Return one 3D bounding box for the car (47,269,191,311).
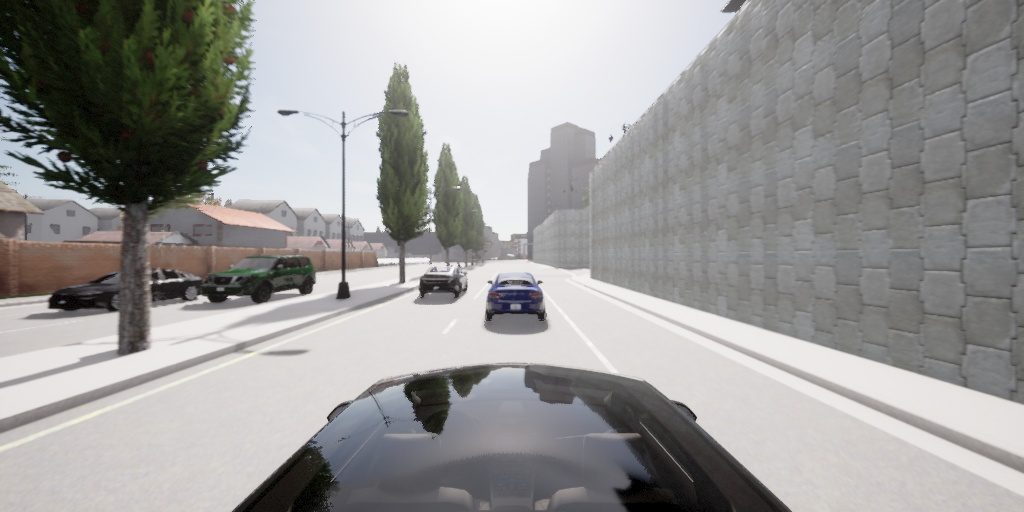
[{"bbox_3d":[-14.991,1.288,14.375,1.837,1.490,4.892,0,0,0],"label":"car"}]

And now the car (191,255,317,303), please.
[{"bbox_3d":[-11.563,0.968,17.008,2.150,2.045,5.566,0,0,0],"label":"car"}]

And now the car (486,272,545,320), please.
[{"bbox_3d":[0.108,1.274,12.446,1.812,1.442,4.674,0,0,0],"label":"car"}]

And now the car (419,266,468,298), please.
[{"bbox_3d":[-3.388,1.239,18.404,2.128,1.511,4.902,0,0,0],"label":"car"}]
